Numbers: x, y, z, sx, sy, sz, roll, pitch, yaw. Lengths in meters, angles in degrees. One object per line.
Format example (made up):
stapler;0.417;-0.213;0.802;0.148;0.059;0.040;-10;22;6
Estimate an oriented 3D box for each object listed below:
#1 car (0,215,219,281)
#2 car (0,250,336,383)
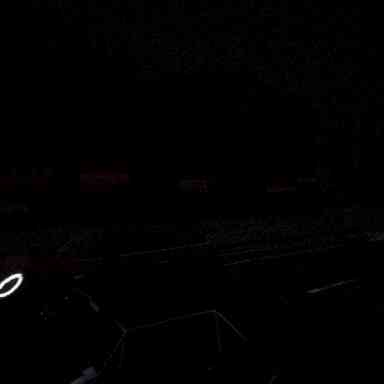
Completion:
car;-1.581;1.348;6.548;4.553;1.767;2.097;0;0;-35
car;-0.780;1.598;3.126;4.718;1.301;1.895;0;0;-35
